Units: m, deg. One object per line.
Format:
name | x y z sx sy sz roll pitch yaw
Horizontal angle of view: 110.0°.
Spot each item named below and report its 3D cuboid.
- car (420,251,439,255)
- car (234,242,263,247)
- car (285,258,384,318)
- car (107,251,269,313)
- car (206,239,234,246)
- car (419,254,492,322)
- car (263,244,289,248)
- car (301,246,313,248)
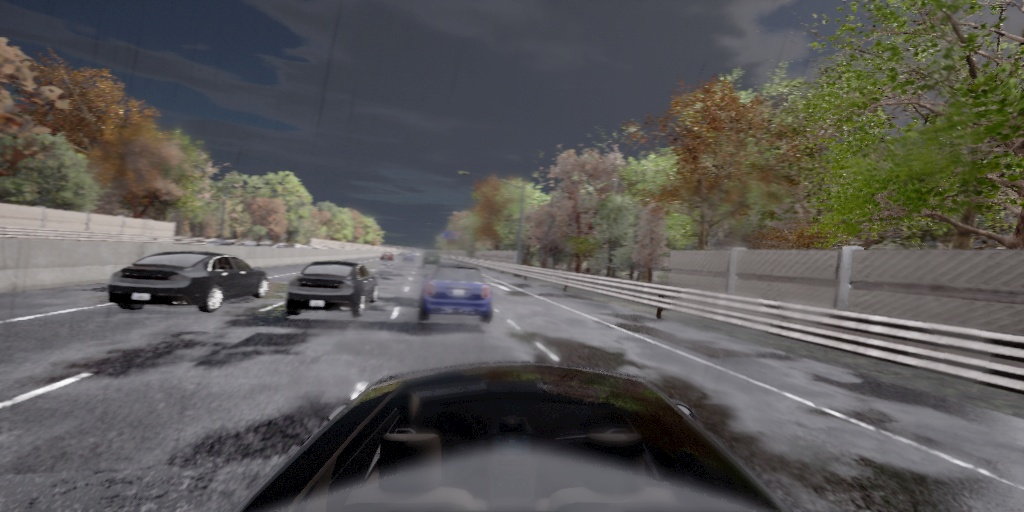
car | -10.528 0.480 46.692 2.150 2.045 5.566 5 0 -14
car | -36.728 -1.261 50.757 1.812 1.442 4.674 5 0 -13
car | -5.382 0.900 11.224 1.837 1.490 4.892 5 0 -14
car | -8.743 0.626 10.268 1.837 1.490 4.892 5 0 -14
car | -39.958 -1.558 49.292 2.128 1.511 4.902 5 0 -13
car | -2.005 1.020 12.147 2.097 1.767 4.553 5 0 -14
car | -33.340 -0.952 51.552 1.994 1.385 4.181 5 0 -13
car | -29.840 -0.708 51.954 1.812 1.442 4.674 5 0 -13
